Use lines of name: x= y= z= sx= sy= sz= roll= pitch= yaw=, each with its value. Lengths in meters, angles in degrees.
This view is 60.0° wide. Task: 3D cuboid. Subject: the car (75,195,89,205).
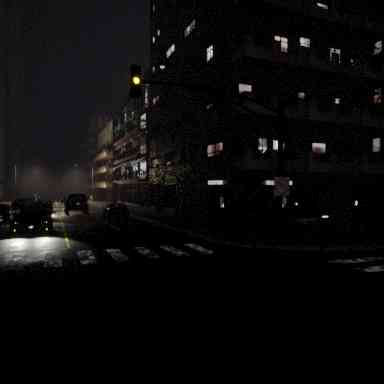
car: x=-19.401 y=1.407 z=58.744 sx=1.967 sy=1.590 sz=4.097 roll=-1 pitch=0 yaw=-23

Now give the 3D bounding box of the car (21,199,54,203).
car: x=-12.313 y=1.531 z=26.931 sx=2.033 sy=1.411 sz=5.357 roll=0 pitch=0 yaw=-22

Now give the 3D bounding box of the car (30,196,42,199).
car: x=-16.168 y=1.470 z=36.310 sx=2.128 sy=1.511 sz=4.902 roll=0 pitch=0 yaw=-23

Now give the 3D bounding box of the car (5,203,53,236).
car: x=-8.722 y=1.552 z=18.272 sx=1.994 sy=1.385 sz=4.181 roll=0 pitch=0 yaw=-23

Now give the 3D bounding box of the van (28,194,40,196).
van: x=-29.316 y=1.308 z=60.725 sx=1.690 sy=1.788 sz=3.998 roll=-1 pitch=0 yaw=-23

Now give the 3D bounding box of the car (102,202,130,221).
car: x=-6.306 y=1.534 z=27.445 sx=2.008 sy=1.369 sz=4.403 roll=-1 pitch=0 yaw=-23

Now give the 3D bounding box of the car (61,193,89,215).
car: x=-11.978 y=1.201 z=34.328 sx=2.150 sy=2.045 sz=5.566 roll=0 pitch=0 yaw=-23

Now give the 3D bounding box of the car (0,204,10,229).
car: x=-11.789 y=1.514 z=18.837 sx=1.752 sy=1.417 sz=4.829 roll=-1 pitch=0 yaw=-23

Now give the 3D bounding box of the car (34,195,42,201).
car: x=-40.224 y=1.537 z=86.809 sx=1.802 sy=1.307 sz=4.206 roll=-1 pitch=0 yaw=-23

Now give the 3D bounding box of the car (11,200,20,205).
car: x=-14.037 y=1.552 z=24.211 sx=1.947 sy=1.339 sz=4.313 roll=-1 pitch=0 yaw=-23

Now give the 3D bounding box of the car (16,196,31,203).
car: x=-20.583 y=1.522 z=39.860 sx=1.887 sy=1.381 sz=4.507 roll=-1 pitch=0 yaw=-23

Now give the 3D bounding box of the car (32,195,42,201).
car: x=-38.042 y=1.508 z=81.592 sx=2.008 sy=1.369 sz=4.403 roll=-1 pitch=0 yaw=-23
